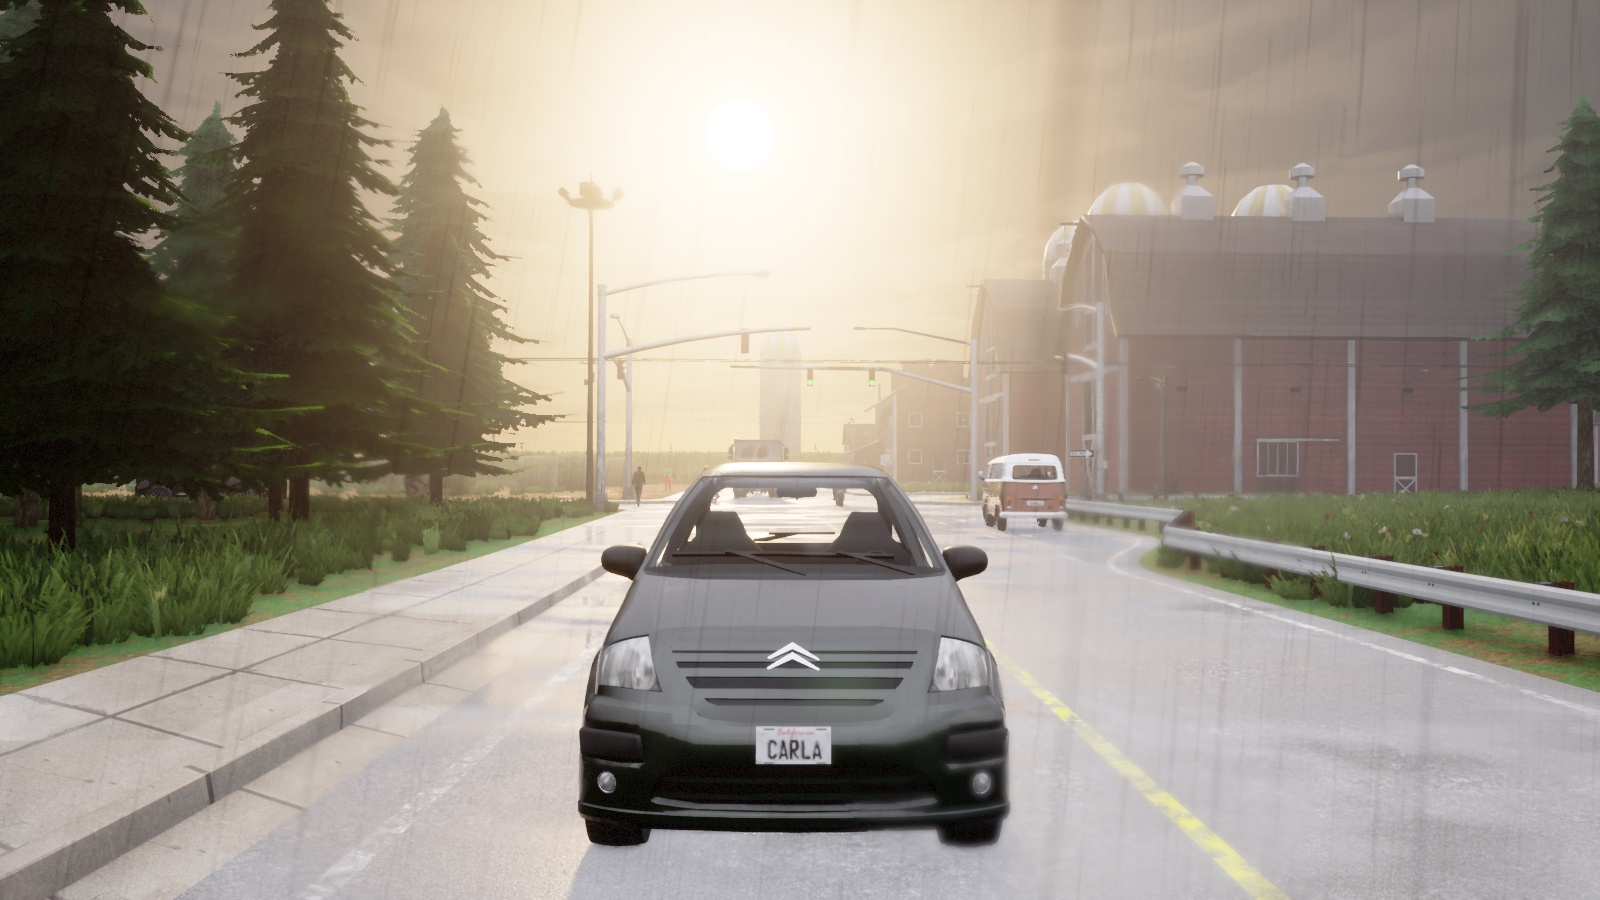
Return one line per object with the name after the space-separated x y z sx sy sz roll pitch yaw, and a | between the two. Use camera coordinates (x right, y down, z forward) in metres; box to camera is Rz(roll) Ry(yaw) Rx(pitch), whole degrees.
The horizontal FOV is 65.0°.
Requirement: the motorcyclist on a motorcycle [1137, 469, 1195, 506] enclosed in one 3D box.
16.259 1.662 55.817 2.350 1.649 0.766 0 -1 -1 | motorcyclist on a motorcycle

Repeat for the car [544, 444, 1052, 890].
-0.021 0.823 6.581 1.851 1.617 3.988 0 -1 0 | car

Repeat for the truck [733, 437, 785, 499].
-2.453 1.075 73.816 2.891 3.462 7.936 0 -1 -2 | truck

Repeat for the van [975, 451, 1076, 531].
6.116 1.093 34.594 2.069 2.038 4.480 0 -1 1 | van

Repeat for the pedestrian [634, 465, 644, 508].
-6.975 1.575 54.453 0.353 1.847 0.614 0 -1 -2 | pedestrian

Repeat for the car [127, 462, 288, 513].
-24.170 1.518 51.378 5.566 2.045 2.150 0 -1 -1 | car
